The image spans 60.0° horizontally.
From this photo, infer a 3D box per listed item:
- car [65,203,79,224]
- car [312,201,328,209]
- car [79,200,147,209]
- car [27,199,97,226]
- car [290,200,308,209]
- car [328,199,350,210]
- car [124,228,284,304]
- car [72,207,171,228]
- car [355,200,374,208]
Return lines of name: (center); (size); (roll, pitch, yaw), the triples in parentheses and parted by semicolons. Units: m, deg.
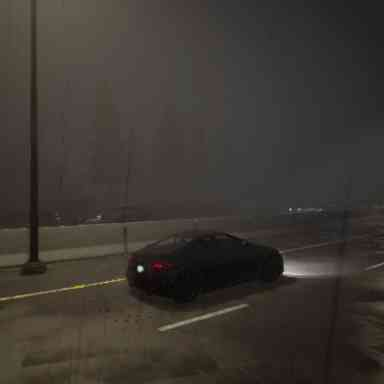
car: (-6.670, 1.799, 25.399); (5.008, 1.535, 1.882); (0, -1, -39)
car: (21.494, 2.084, 55.229); (1.895, 1.301, 4.718); (-1, -1, 36)
car: (-4.836, 1.630, 22.407); (4.553, 1.767, 2.097); (0, -1, -39)
car: (-10.271, 1.579, 26.983); (5.566, 2.045, 2.150); (0, -1, -38)
car: (18.323, 2.044, 56.829); (1.812, 1.442, 4.674); (-1, -1, 36)
car: (23.024, 1.940, 51.433); (1.837, 1.490, 4.892); (-1, -1, 37)
car: (0.450, 1.659, 8.511); (4.181, 1.385, 1.994); (0, -1, -38)
car: (-3.638, 1.779, 18.836); (5.357, 1.411, 2.033); (0, -1, -38)
car: (25.189, 1.865, 48.473); (1.882, 1.535, 5.008); (-1, -1, 37)
